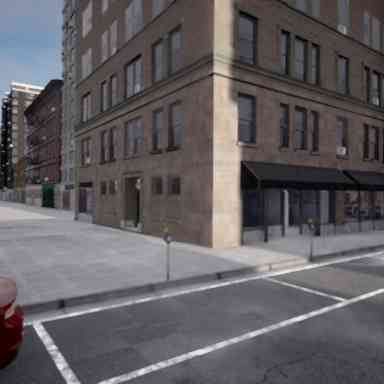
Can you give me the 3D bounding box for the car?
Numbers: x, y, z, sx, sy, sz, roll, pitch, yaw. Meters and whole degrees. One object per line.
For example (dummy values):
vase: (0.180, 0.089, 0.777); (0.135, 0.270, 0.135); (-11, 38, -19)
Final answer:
car: (-4.148, 1.530, 3.229); (4.507, 1.381, 1.887); (1, 0, -36)
